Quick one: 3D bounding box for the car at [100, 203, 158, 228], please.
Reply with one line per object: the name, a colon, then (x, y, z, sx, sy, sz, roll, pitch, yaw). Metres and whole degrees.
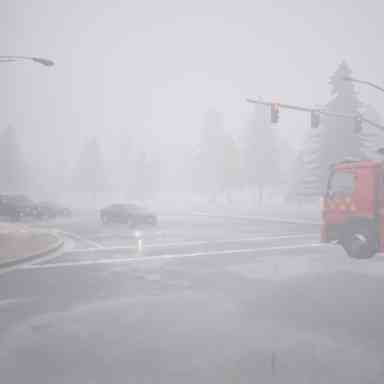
car: (-4.390, 1.505, 22.772, 5.008, 1.535, 1.882, 0, 0, 45)

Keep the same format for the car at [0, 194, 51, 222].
car: (-14.216, 1.214, 26.585, 5.566, 2.045, 2.150, 0, 0, 31)

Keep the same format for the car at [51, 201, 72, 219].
car: (-12.768, 1.539, 29.628, 4.674, 1.442, 1.812, 0, 0, 31)

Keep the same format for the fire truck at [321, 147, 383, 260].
fire truck: (7.980, 0.422, 9.572, 2.891, 3.827, 8.468, 1, 0, -26)
